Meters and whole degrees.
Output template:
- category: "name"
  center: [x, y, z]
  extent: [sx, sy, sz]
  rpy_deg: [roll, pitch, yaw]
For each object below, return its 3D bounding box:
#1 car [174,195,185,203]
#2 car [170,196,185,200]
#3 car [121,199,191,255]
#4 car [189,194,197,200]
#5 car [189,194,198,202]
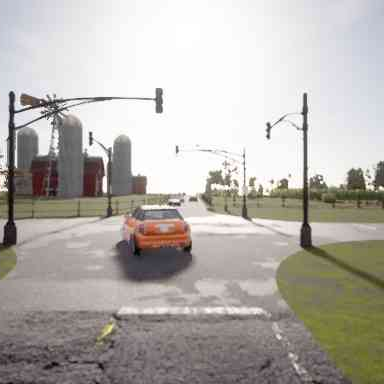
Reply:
- category: "car"
  center: [-2.508, 1.412, 67.142]
  extent: [1.994, 1.385, 4.181]
  rpy_deg: [0, 0, 1]
- category: "car"
  center: [-2.659, 1.429, 51.350]
  extent: [2.033, 1.411, 5.357]
  rpy_deg: [0, 0, 1]
- category: "car"
  center: [-1.608, 1.315, 13.530]
  extent: [2.097, 1.767, 4.553]
  rpy_deg: [0, 0, -18]
- category: "car"
  center: [0.330, 1.214, 82.393]
  extent: [1.994, 1.385, 4.181]
  rpy_deg: [0, 0, 0]
- category: "car"
  center: [0.277, 1.360, 72.386]
  extent: [1.812, 1.442, 4.674]
  rpy_deg: [0, 0, 0]
